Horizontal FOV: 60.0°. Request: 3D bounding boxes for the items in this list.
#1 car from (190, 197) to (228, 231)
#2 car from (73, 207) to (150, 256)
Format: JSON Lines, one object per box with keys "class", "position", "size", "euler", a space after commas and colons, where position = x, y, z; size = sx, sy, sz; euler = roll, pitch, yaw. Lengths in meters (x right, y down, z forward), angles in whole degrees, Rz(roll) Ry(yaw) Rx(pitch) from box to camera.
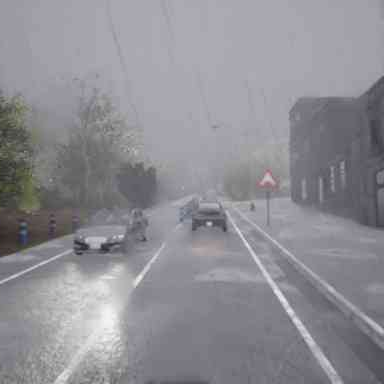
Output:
{"class": "car", "position": [0.978, 1.279, 18.878], "size": [1.837, 1.490, 4.892], "euler": [0, 1, 3]}
{"class": "car", "position": [-2.823, 1.356, 12.590], "size": [2.128, 1.511, 4.902], "euler": [0, 1, 3]}
